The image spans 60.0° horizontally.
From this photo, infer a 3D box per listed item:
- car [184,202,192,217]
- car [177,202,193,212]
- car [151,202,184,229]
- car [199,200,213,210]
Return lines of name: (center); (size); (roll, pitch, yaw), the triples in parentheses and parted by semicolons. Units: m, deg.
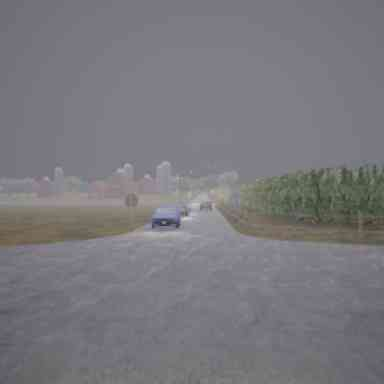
car: (-1.380, 1.929, 35.986); (1.994, 1.385, 4.181); (0, -1, 2)
car: (-0.966, 2.062, 46.705); (1.895, 1.301, 4.718); (0, -1, 2)
car: (-1.786, 1.729, 23.969); (1.882, 1.535, 5.008); (0, -1, 0)
car: (2.219, 2.000, 53.026); (2.128, 1.511, 4.902); (0, -1, 2)
